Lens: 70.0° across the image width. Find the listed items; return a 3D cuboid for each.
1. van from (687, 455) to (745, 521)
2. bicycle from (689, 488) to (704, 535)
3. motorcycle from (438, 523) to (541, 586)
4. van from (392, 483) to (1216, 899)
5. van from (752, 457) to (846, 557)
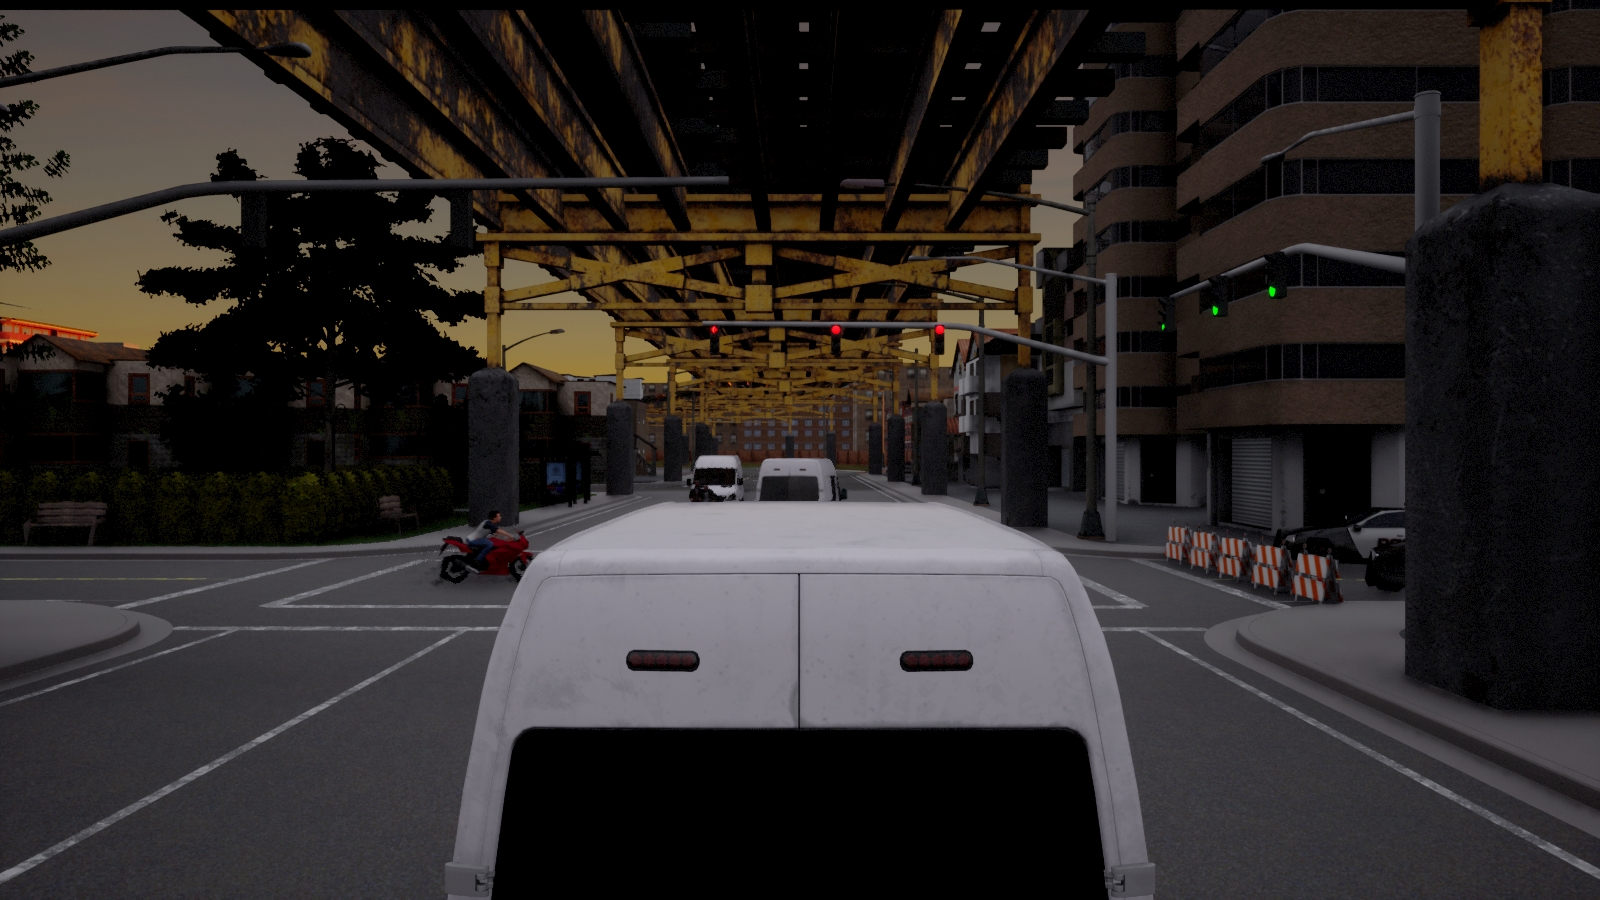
[{"bbox_3d":[-3.456,1.514,48.058,1.988,2.561,5.915,0,0,0],"label":"van"},{"bbox_3d":[-3.463,2.031,38.264,0.329,1.496,1.835,0,0,1],"label":"bicycle"},{"bbox_3d":[-6.471,2.163,23.907,2.033,1.224,0.803,0,-1,-12],"label":"motorcycle"},{"bbox_3d":[0.015,1.531,5.717,1.988,2.561,5.915,0,0,0],"label":"van"},{"bbox_3d":[0.080,1.519,32.975,1.988,2.561,5.915,0,0,7],"label":"van"}]
